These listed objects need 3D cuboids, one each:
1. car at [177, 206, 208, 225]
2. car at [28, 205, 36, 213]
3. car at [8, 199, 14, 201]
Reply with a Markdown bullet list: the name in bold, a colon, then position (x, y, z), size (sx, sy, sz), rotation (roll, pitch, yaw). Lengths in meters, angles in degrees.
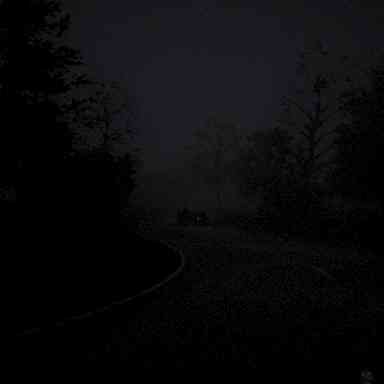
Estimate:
- **car**: position (-0.043, 2.007, 29.222), size (1.882, 1.535, 5.008), rotation (1, -1, -13)
- **car**: position (-18.567, 1.831, 38.706), size (2.435, 2.045, 5.566), rotation (0, -1, -23)
- **car**: position (-26.777, 1.990, 48.505), size (2.435, 2.045, 5.566), rotation (0, -1, -23)
